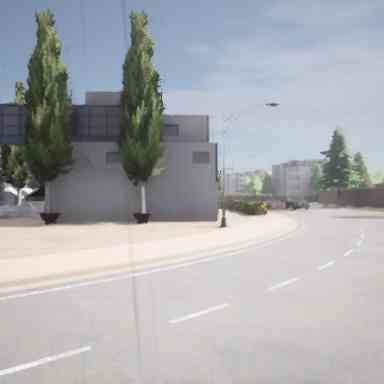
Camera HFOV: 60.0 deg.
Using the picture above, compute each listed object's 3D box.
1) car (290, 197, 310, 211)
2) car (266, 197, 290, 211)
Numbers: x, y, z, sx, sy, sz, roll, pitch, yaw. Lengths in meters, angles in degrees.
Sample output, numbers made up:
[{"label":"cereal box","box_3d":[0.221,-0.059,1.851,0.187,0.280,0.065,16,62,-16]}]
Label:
[{"label":"car","box_3d":[15.539,1.708,49.247,2.150,2.045,5.566,0,-1,-1]},{"label":"car","box_3d":[12.061,1.833,48.134,2.097,1.767,4.553,0,-1,-1]}]
